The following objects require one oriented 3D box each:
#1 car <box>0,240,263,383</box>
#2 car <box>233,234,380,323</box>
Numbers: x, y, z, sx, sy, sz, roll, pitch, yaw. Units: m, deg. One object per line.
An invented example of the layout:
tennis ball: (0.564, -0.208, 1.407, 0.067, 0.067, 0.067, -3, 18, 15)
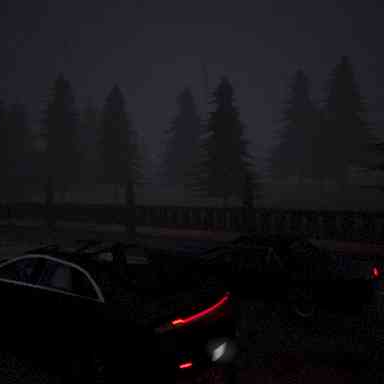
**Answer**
car: (-1.729, 1.484, 4.876, 4.902, 1.511, 2.128, 0, 0, 33)
car: (1.270, 1.583, 7.139, 4.718, 1.301, 1.895, 0, 0, 33)
